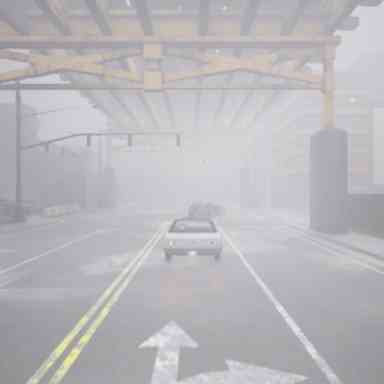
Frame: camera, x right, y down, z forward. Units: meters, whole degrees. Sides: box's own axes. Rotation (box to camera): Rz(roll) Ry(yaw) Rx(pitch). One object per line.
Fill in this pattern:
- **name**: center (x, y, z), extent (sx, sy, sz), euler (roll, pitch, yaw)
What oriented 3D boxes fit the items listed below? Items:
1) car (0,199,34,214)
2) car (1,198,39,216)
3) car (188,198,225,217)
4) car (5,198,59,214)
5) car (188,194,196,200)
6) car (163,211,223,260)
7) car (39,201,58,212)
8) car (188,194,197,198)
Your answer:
- **car**: center (-17.122, 1.278, 30.937), extent (4.536, 1.218, 1.853), euler (0, 0, 25)
- **car**: center (-17.075, 1.436, 30.915), extent (4.974, 1.542, 2.038), euler (0, 0, 25)
- **car**: center (1.322, 1.477, 27.750), extent (2.128, 1.511, 4.902), euler (0, 0, 22)
- **car**: center (-16.747, 1.434, 35.074), extent (4.974, 1.542, 2.038), euler (0, 0, -20)
- **car**: center (0.039, 1.263, 87.804), extent (1.882, 1.535, 5.008), euler (0, 1, 0)
- **car**: center (0.043, 1.594, 12.445), extent (1.895, 1.301, 4.718), euler (0, 0, 1)
- **car**: center (-16.795, 1.276, 35.056), extent (4.536, 1.218, 1.853), euler (0, 0, -20)
- **car**: center (0.034, 1.394, 77.390), extent (1.837, 1.490, 4.892), euler (0, 0, 0)
